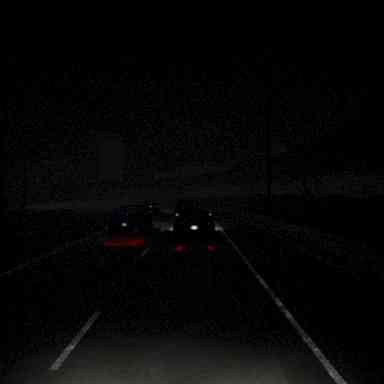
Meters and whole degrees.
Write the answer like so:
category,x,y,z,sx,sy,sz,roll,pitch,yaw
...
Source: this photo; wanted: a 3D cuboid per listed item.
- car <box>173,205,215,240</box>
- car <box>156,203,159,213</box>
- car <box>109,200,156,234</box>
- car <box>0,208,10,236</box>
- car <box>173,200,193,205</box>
category,x,y,z,sx,sy,sz,roll,pitch,yaw
car,0.092,1.567,16.976,1.994,1.385,4.181,0,0,0
car,-4.765,1.622,37.577,2.033,1.411,5.357,0,-1,-9
car,-3.420,1.481,19.241,1.882,1.535,5.008,0,0,0
car,-10.506,1.353,15.367,2.097,1.767,4.553,0,0,0
car,-0.906,1.540,34.838,2.128,1.511,4.902,0,-1,-7
